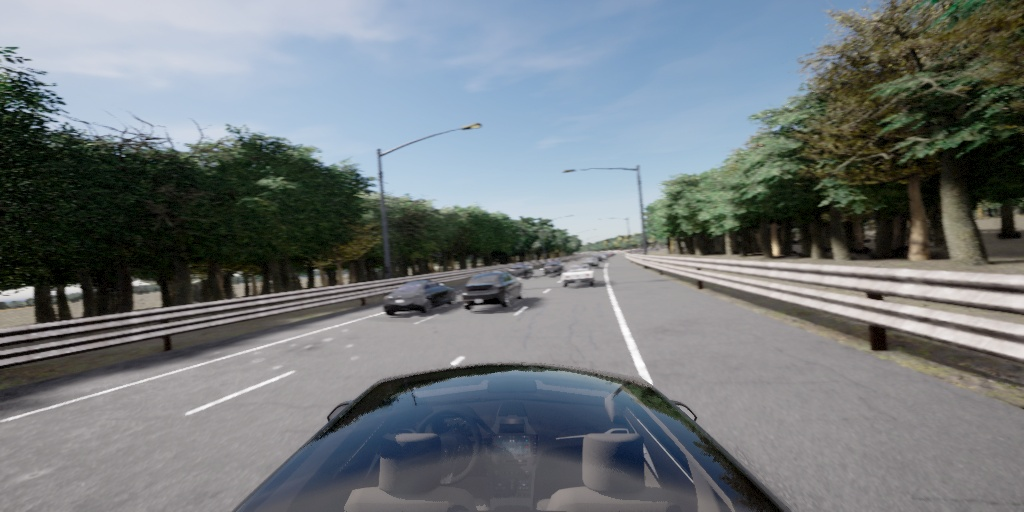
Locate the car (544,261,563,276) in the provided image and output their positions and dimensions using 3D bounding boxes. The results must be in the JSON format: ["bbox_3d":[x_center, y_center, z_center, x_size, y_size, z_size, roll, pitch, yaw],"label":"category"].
[{"bbox_3d":[4.551,1.256,37.907,2.128,1.511,4.902,-5,-1,15],"label":"car"}]

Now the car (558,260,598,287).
[{"bbox_3d":[4.466,1.213,23.662,1.895,1.301,4.718,-5,-1,14],"label":"car"}]

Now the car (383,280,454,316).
[{"bbox_3d":[-4.216,1.838,16.914,1.994,1.385,4.181,-5,-1,13],"label":"car"}]

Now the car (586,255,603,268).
[{"bbox_3d":[10.410,0.960,46.783,1.895,1.301,4.718,-5,-1,15],"label":"car"}]

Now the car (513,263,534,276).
[{"bbox_3d":[1.031,1.560,38.229,2.128,1.511,4.902,-5,-1,15],"label":"car"}]

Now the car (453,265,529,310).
[{"bbox_3d":[-0.764,1.479,16.421,1.837,1.490,4.892,-5,0,13],"label":"car"}]
